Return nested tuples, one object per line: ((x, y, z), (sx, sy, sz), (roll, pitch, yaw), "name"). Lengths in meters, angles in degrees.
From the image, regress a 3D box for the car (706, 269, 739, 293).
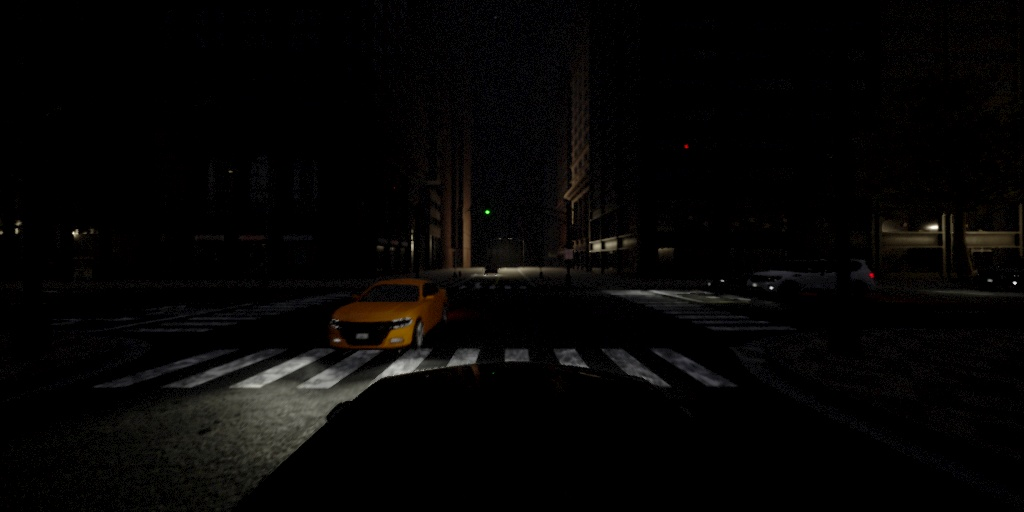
((14.541, 1.452, 21.925), (4.902, 1.511, 2.128), (0, 0, 1), "car")

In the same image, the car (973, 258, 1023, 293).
((32.032, 1.144, 21.972), (5.566, 2.045, 2.150), (0, 0, 0), "car")

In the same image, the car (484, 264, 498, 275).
((-3.042, 1.974, 53.436), (1.882, 1.535, 5.008), (0, -1, 0), "car")

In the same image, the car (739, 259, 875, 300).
((15.420, 1.154, 18.670), (5.566, 2.045, 2.150), (0, 0, 1), "car")

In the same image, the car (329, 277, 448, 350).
((-2.991, 1.371, 9.681), (1.882, 1.535, 5.008), (0, -1, 0), "car")
